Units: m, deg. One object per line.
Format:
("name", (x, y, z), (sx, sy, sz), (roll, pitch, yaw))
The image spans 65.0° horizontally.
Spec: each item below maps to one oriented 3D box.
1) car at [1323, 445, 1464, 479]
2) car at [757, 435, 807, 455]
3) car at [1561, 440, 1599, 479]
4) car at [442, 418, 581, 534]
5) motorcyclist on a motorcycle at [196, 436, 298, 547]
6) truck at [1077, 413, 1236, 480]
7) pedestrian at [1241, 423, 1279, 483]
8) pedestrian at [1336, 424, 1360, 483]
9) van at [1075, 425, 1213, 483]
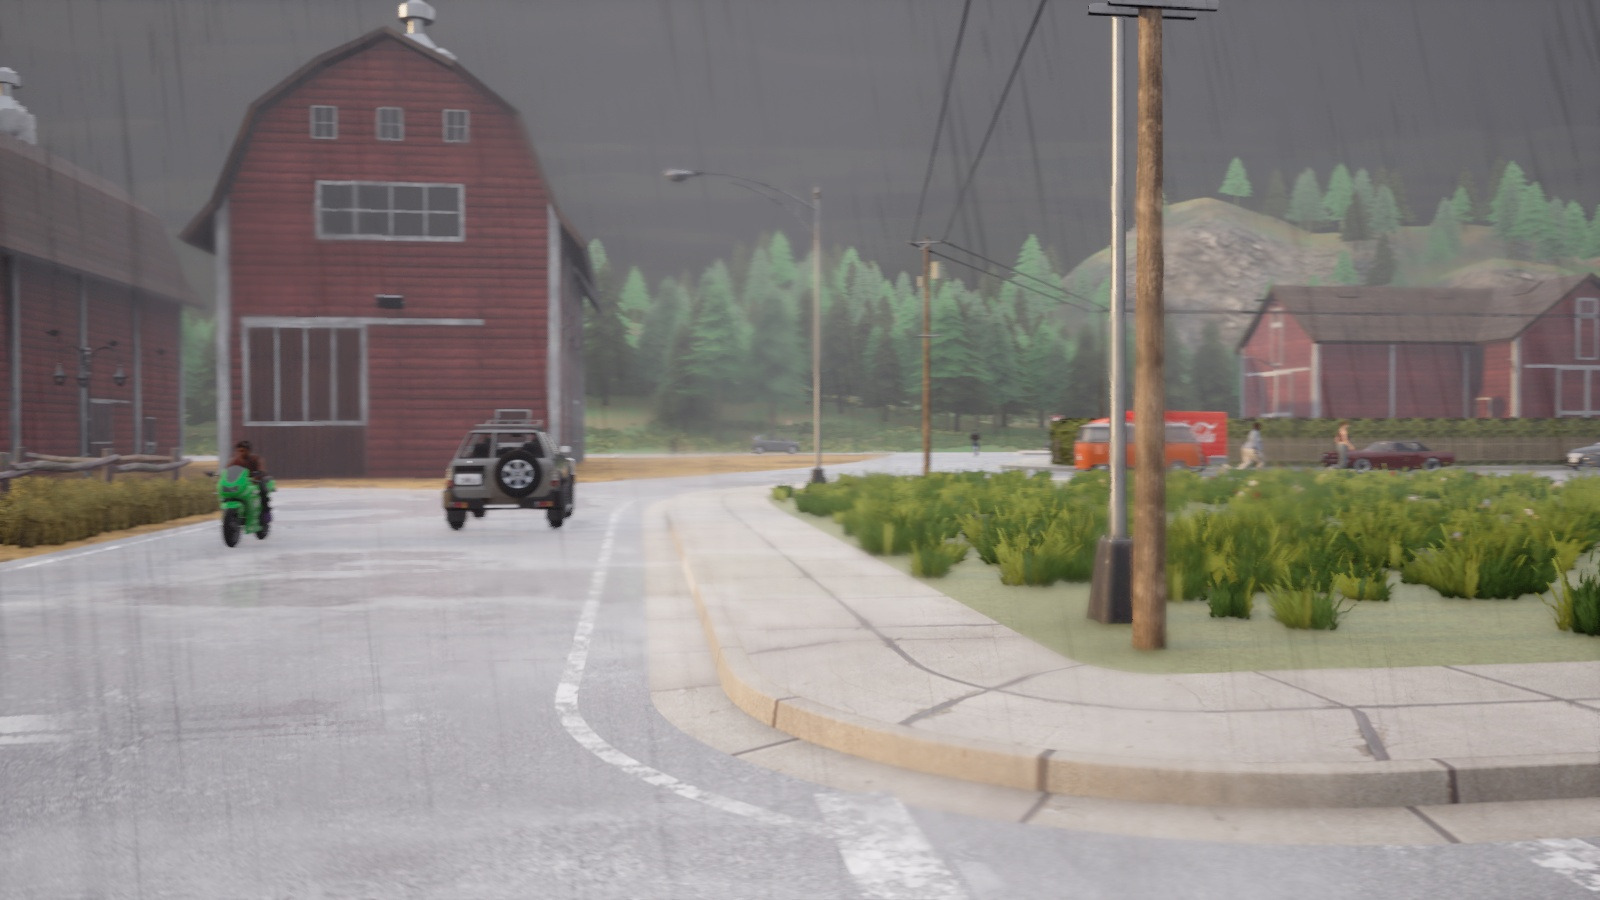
("car", (23.259, 0.469, 49.301), (4.718, 1.301, 1.895), (0, 1, -7))
("car", (-1.423, -0.422, 95.893), (3.633, 1.501, 1.845), (0, 1, -7))
("car", (33.684, 0.360, 50.604), (4.902, 1.511, 2.128), (0, 1, -7))
("car", (-5.023, 0.362, 22.456), (1.932, 1.855, 4.605), (0, 1, -7))
("motorcyclist on a motorcycle", (-8.020, 0.558, 18.320), (0.797, 1.523, 2.044), (0, 1, -7))
("truck", (13.562, -0.149, 47.984), (5.204, 2.467, 2.627), (0, 1, -9))
("pedestrian", (14.418, 0.096, 39.412), (0.900, 1.855, 0.874), (0, 1, 5))
("pedestrian", (17.055, 0.112, 39.071), (0.594, 1.836, 0.345), (0, 1, 11))
("van", (12.171, 0.118, 44.619), (4.442, 1.987, 1.775), (1, 1, 3))
